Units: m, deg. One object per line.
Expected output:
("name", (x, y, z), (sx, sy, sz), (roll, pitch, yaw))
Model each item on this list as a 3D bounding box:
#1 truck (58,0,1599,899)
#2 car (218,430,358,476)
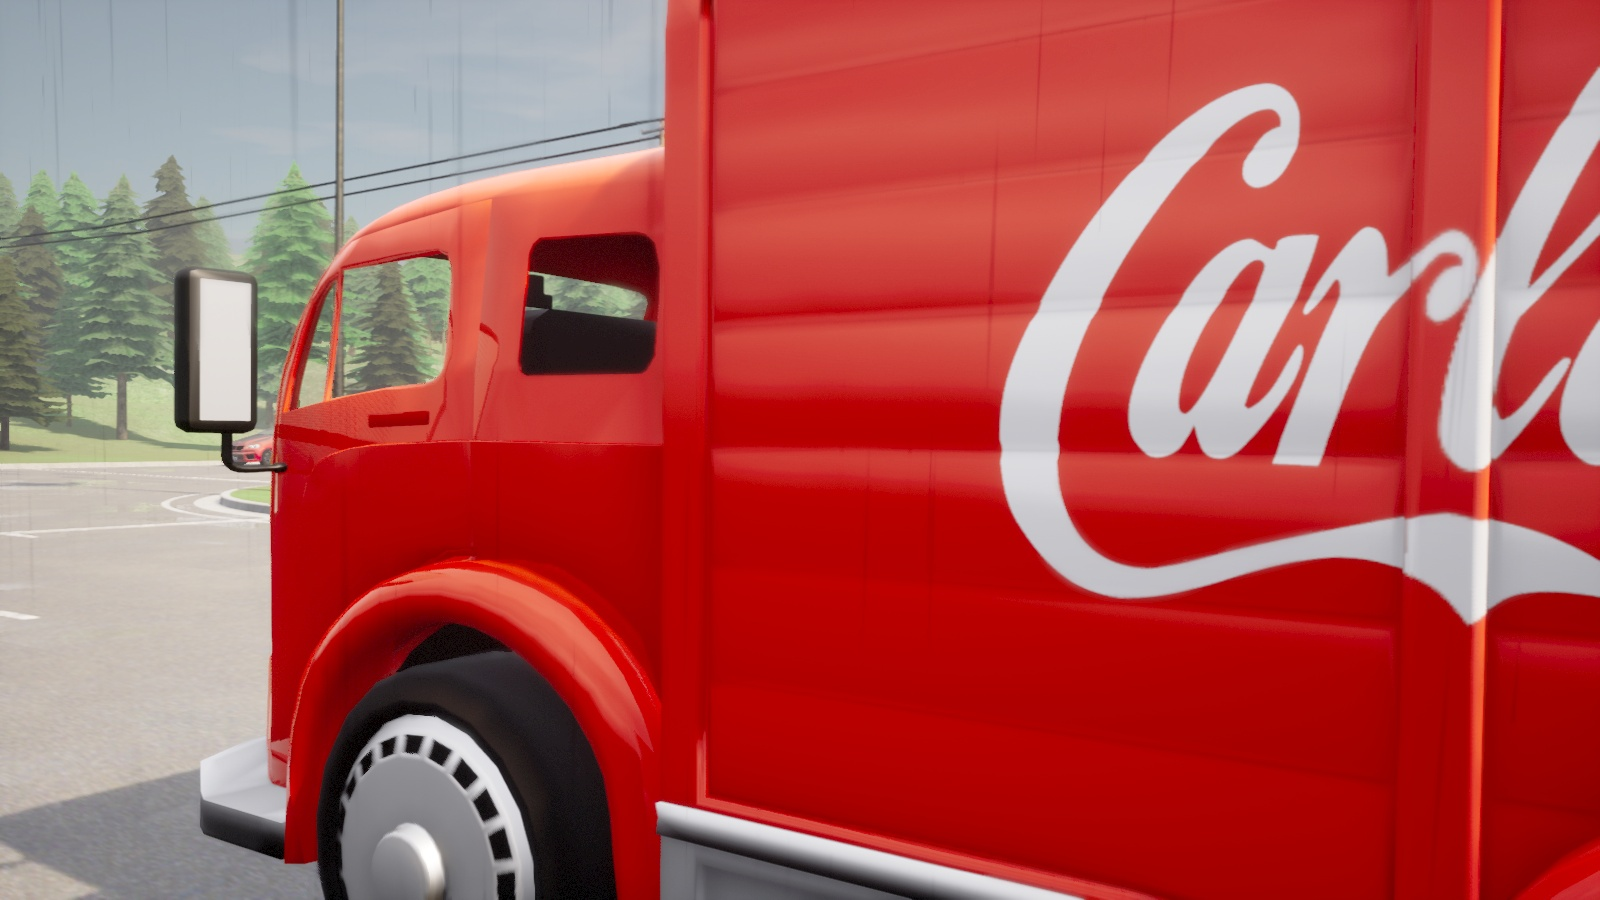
("truck", (0.947, 0.195, 2.985), (5.204, 2.467, 2.627), (0, 1, 34))
("car", (-20.027, 0.084, 49.315), (2.242, 1.667, 4.611), (0, 1, 34))
